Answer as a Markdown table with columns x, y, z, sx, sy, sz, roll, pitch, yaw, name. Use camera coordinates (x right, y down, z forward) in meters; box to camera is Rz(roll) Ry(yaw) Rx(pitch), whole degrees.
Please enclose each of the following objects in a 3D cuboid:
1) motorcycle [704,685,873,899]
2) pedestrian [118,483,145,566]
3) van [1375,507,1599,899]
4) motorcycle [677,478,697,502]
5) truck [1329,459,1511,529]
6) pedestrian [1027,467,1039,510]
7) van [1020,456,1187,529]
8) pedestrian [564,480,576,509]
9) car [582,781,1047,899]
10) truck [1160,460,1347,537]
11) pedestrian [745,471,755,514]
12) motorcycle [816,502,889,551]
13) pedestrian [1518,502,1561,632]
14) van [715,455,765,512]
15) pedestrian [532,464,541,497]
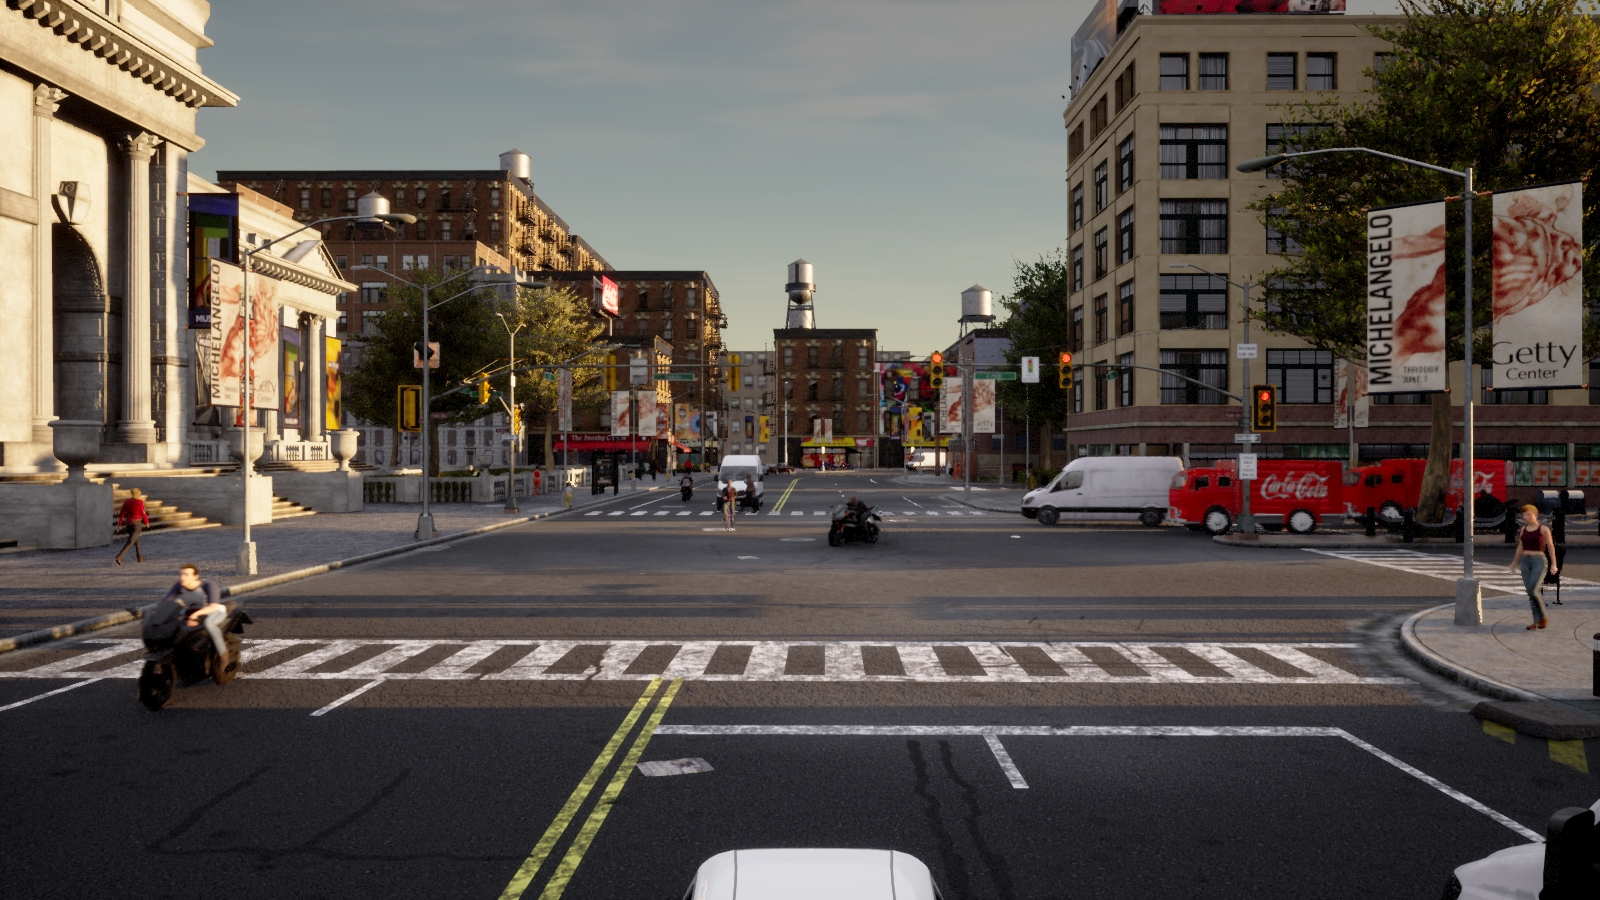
| x | y | z | sx | sy | sz | roll | pitch | yaw | name |
| --- | --- | --- | --- | --- | --- | --- | --- | --- | --- |
| -0.047 | 2.182 | 6.691 | 0.856 | 1.236 | 1.805 | 0 | 0 | 1 | motorcycle |
| -15.301 | 1.696 | 26.146 | 0.375 | 1.860 | 0.375 | 0 | 0 | 6 | pedestrian |
| 3.538 | 1.534 | 2.141 | 1.988 | 2.561 | 5.915 | 0 | 0 | 1 | van |
| -6.217 | 2.205 | 62.895 | 0.867 | 1.251 | 2.209 | 0 | 0 | 1 | motorcycle |
| 22.456 | 1.567 | 41.579 | 5.204 | 2.467 | 2.627 | 0 | 0 | 0 | truck |
| 10.196 | 1.696 | 49.968 | 0.375 | 1.860 | 0.375 | 0 | 0 | 35 | pedestrian |
| 11.298 | 1.534 | 42.770 | 5.915 | 2.561 | 1.988 | 0 | 1 | 14 | van |
| -10.470 | 2.024 | 51.996 | 0.375 | 1.300 | 0.375 | 0 | 0 | 32 | pedestrian |
| 0.047 | 2.120 | 3.817 | 1.481 | 1.376 | 2.207 | 0 | 0 | 0 | car |
| 15.017 | 1.570 | 38.112 | 5.204 | 2.467 | 2.627 | 0 | 0 | 0 | truck |
| -2.169 | 1.848 | 49.769 | 0.375 | 1.860 | 0.375 | 0 | 0 | -16 | pedestrian |
| 1.554 | 2.205 | 33.353 | 0.867 | 1.251 | 2.209 | 3 | 2 | 42 | motorcycle |
| 10.821 | 1.696 | 16.712 | 0.375 | 1.860 | 0.375 | 0 | 0 | -17 | pedestrian |
| -2.815 | 1.534 | 54.792 | 1.988 | 2.561 | 5.915 | 0 | 0 | 1 | van |
| -14.660 | 1.697 | 63.616 | 0.375 | 1.860 | 0.375 | 0 | 0 | 2 | pedestrian |
